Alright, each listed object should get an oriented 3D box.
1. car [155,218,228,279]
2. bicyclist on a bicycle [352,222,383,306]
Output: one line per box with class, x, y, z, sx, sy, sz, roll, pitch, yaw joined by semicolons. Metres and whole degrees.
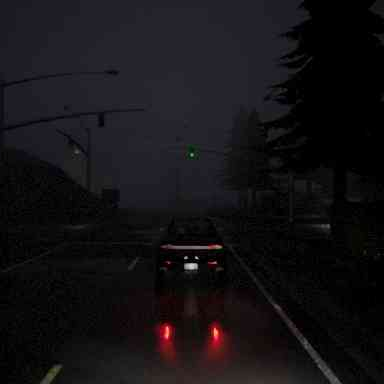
car;-0.025;1.538;10.223;2.128;1.511;4.902;0;0;0
bicyclist on a bicycle;3.829;1.354;6.245;1.656;1.620;0.582;0;0;-1
